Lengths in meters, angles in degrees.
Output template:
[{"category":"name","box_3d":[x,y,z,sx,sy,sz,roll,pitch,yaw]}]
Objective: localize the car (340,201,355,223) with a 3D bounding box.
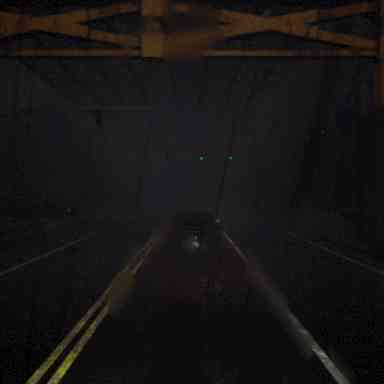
[{"category":"car","box_3d":[13.230,1.447,23.241,4.974,1.542,2.038,0,0,-20]}]

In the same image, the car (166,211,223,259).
[{"category":"car","box_3d":[0.084,1.477,12.704,1.882,1.535,5.008,0,0,0]}]

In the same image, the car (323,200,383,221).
[{"category":"car","box_3d":[13.551,1.447,27.401,4.974,1.542,2.038,0,0,25]}]

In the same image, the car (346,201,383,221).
[{"category":"car","box_3d":[13.279,1.290,23.260,4.536,1.218,1.853,0,0,-20]}]

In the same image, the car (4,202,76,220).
[{"category":"car","box_3d":[-12.520,1.550,27.605,5.357,1.411,2.033,0,0,-2]}]

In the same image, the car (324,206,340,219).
[{"category":"car","box_3d":[13.598,1.289,27.379,4.536,1.218,1.853,0,0,25]}]
